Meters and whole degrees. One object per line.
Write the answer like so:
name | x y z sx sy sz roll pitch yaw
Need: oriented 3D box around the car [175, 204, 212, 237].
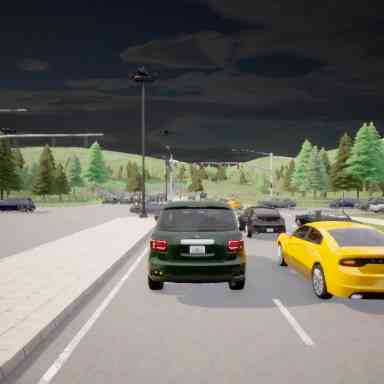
car | 0.079 1.507 19.067 1.837 1.490 4.892 0 0 0

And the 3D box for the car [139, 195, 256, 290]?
car | 0.091 1.222 9.211 2.150 2.045 5.566 0 0 0

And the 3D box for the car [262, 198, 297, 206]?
car | 10.705 1.496 42.117 4.902 1.511 2.128 0 0 9

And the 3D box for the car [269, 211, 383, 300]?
car | 3.589 1.479 8.465 1.882 1.535 5.008 0 0 0

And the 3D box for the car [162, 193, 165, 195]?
car | -8.102 1.561 78.125 1.994 1.385 4.181 0 0 0

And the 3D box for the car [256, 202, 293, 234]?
car | 3.580 1.507 17.689 1.837 1.490 4.892 0 0 0

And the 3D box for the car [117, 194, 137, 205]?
car | -11.687 1.532 60.188 1.812 1.442 4.674 0 0 1

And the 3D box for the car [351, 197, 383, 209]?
car | 21.202 1.357 37.890 4.553 1.767 2.097 0 0 1

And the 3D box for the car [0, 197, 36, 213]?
car | -19.721 1.356 36.557 4.553 1.767 2.097 0 0 -1

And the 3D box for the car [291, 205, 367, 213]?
car | 7.080 1.603 17.862 1.895 1.301 4.718 0 0 0

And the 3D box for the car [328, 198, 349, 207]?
car | 20.779 1.530 44.895 4.674 1.442 1.812 0 0 1

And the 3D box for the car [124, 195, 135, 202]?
car | -15.105 1.486 80.674 1.882 1.535 5.008 0 0 0

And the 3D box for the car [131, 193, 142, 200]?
car | -15.106 1.234 91.215 2.150 2.045 5.566 0 0 0

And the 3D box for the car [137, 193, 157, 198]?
car | -8.142 1.498 60.536 2.128 1.511 4.902 0 0 0

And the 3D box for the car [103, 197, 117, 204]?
car | -15.132 1.570 61.613 1.994 1.385 4.181 0 0 0

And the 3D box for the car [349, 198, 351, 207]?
car | 22.748 1.496 41.374 4.902 1.511 2.128 0 0 1

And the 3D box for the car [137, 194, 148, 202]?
car | -11.602 1.363 78.145 2.097 1.767 4.553 0 0 0

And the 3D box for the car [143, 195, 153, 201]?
car | -11.614 1.562 88.156 1.994 1.385 4.181 0 0 0

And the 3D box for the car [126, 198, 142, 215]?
car | -4.161 1.567 33.611 4.181 1.385 1.994 0 0 -3

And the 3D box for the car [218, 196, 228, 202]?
car | 6.906 1.603 74.090 1.895 1.301 4.718 0 0 0

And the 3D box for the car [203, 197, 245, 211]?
car | 3.955 1.482 41.251 5.008 1.535 1.882 0 1 42

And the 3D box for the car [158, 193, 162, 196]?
car | -8.090 1.363 69.616 2.097 1.767 4.553 0 0 0

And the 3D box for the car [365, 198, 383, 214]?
car | 21.004 1.604 34.390 4.718 1.301 1.895 0 0 1

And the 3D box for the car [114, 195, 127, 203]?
car | -15.091 1.507 70.286 1.837 1.490 4.892 0 0 0
